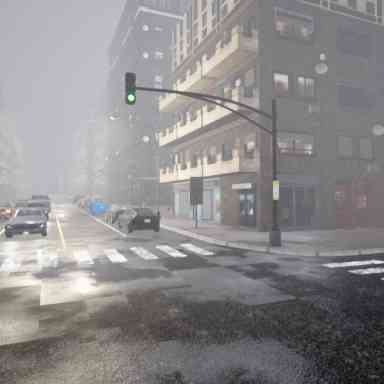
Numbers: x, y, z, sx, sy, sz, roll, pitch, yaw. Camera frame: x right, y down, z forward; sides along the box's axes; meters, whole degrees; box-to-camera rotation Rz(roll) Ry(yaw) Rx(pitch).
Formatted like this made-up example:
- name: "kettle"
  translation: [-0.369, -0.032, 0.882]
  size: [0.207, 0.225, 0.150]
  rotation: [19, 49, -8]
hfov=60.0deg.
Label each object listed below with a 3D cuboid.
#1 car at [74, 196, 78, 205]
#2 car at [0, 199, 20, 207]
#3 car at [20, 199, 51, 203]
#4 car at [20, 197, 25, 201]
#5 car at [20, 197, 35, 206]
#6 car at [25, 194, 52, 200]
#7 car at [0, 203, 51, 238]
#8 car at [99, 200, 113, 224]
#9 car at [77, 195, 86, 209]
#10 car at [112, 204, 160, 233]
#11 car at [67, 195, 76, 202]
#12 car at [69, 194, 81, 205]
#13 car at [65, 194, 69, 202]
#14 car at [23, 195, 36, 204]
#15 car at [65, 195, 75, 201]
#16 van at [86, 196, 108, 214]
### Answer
- name: "car"
  translation: [-16.455, 1.614, 50.707]
  size: [1.802, 1.307, 4.206]
  rotation: [1, 0, -23]
- name: "car"
  translation: [-15.310, 1.455, 26.659]
  size: [1.967, 1.590, 4.097]
  rotation: [1, 0, -23]
- name: "car"
  translation: [-12.779, 1.541, 27.306]
  size: [1.812, 1.442, 4.674]
  rotation: [0, 0, -23]
- name: "car"
  translation: [-24.163, 1.574, 47.421]
  size: [1.887, 1.381, 4.507]
  rotation: [1, 0, -23]
- name: "car"
  translation: [-28.590, 1.588, 57.802]
  size: [2.008, 1.369, 4.403]
  rotation: [1, 0, -23]
- name: "car"
  translation: [-16.961, 1.243, 37.195]
  size: [2.150, 2.045, 5.566]
  rotation: [0, 0, -22]
- name: "car"
  translation: [-8.902, 1.557, 18.192]
  size: [2.033, 1.411, 5.357]
  rotation: [0, 0, -23]
- name: "car"
  translation: [-5.390, 1.565, 24.755]
  size: [2.008, 1.369, 4.403]
  rotation: [1, 0, -23]
- name: "car"
  translation: [-14.308, 1.554, 45.673]
  size: [1.752, 1.417, 4.829]
  rotation: [1, 0, -23]
- name: "car"
  translation: [-3.177, 1.578, 19.564]
  size: [1.947, 1.339, 4.313]
  rotation: [1, 0, -23]
- name: "car"
  translation: [-29.800, 1.583, 82.008]
  size: [1.752, 1.417, 4.829]
  rotation: [1, 0, -23]
- name: "car"
  translation: [-20.877, 1.355, 61.089]
  size: [2.192, 1.841, 5.009]
  rotation: [1, 0, -23]
- name: "car"
  translation: [-27.520, 1.604, 76.660]
  size: [2.008, 1.369, 4.403]
  rotation: [1, 0, -23]
- name: "car"
  translation: [-30.801, 1.482, 62.993]
  size: [1.967, 1.590, 4.097]
  rotation: [1, 0, -23]
- name: "car"
  translation: [-31.946, 1.613, 87.041]
  size: [2.008, 1.369, 4.403]
  rotation: [1, 0, -23]
- name: "van"
  translation: [-9.812, 1.362, 35.137]
  size: [1.690, 1.788, 3.998]
  rotation: [1, 0, -23]
